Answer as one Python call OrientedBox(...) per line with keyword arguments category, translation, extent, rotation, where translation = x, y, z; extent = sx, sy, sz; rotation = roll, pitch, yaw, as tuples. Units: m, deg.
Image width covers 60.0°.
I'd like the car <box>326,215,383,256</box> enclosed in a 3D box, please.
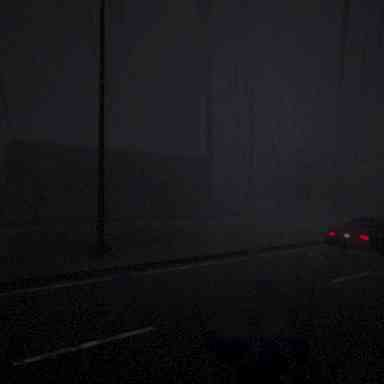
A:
OrientedBox(category="car", translation=(7.733, 1.680, 13.683), extent=(5.357, 1.411, 2.033), rotation=(1, 0, -35))
